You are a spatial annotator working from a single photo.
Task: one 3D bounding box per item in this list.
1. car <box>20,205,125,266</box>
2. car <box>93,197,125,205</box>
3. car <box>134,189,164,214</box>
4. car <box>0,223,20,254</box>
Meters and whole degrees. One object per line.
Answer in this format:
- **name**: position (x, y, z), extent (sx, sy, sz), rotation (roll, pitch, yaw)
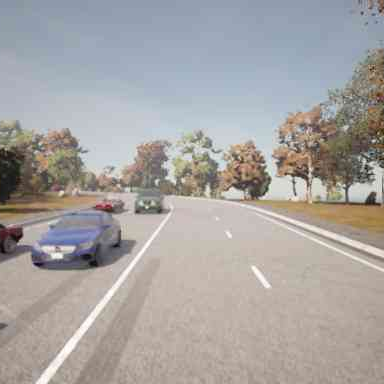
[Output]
- **car**: position (-3.591, 1.390, 11.183), extent (1.812, 1.442, 4.674), rotation (0, 1, 0)
- **car**: position (-7.075, 1.111, 28.638), extent (1.895, 1.301, 4.718), rotation (0, 1, -1)
- **car**: position (-3.580, 0.781, 28.719), extent (2.150, 2.045, 5.566), rotation (0, 1, -1)
- **car**: position (-7.095, 1.491, 9.959), extent (1.895, 1.301, 4.718), rotation (0, 1, 0)
